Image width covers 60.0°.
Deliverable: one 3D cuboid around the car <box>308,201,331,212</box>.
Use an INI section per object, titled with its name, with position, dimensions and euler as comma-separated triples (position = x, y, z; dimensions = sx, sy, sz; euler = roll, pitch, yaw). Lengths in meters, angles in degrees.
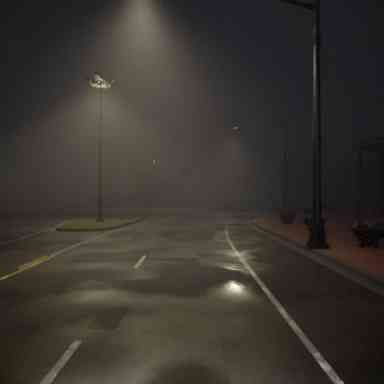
[car]
position = 18.514, 2.011, 47.663
dimensions = 4.902, 1.511, 2.128
euler = 0, -1, -38
